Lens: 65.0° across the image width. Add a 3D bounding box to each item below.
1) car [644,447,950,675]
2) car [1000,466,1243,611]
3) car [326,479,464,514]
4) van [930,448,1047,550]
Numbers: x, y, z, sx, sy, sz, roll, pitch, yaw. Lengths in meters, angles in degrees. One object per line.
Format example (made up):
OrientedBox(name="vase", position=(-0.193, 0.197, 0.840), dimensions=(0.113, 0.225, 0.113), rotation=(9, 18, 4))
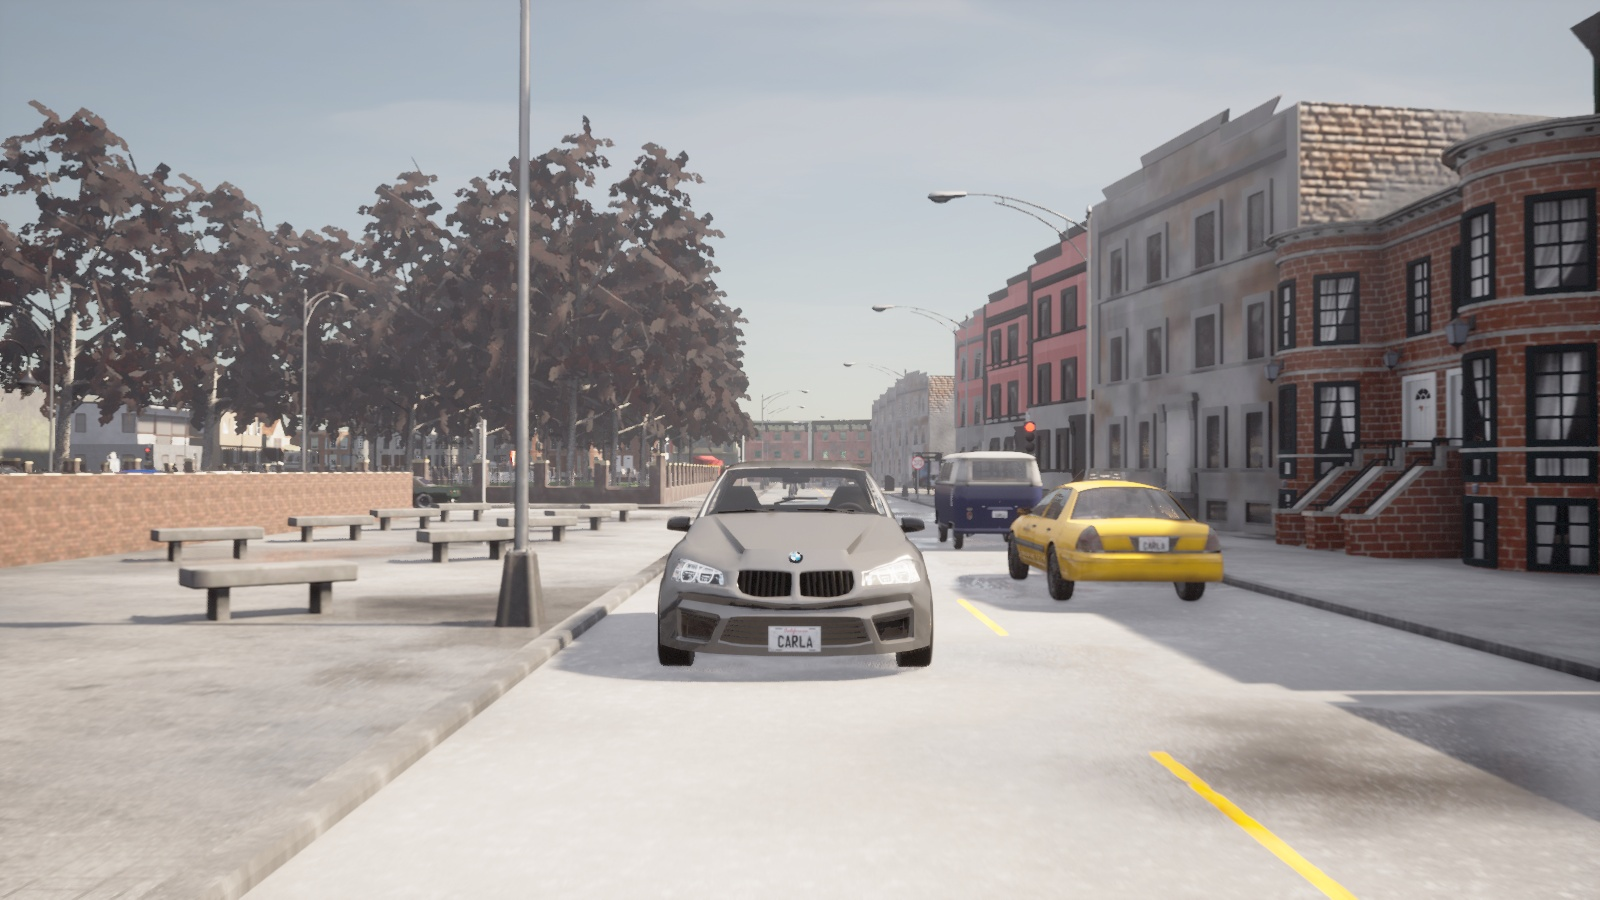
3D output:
OrientedBox(name="car", position=(-0.031, 0.852, 11.545), dimensions=(2.242, 1.667, 4.611), rotation=(0, -1, 0))
OrientedBox(name="car", position=(3.955, 1.014, 16.478), dimensions=(1.801, 1.575, 5.366), rotation=(0, -1, 0))
OrientedBox(name="car", position=(-15.565, 1.788, 48.411), dimensions=(4.718, 1.301, 1.895), rotation=(0, -1, -2))
OrientedBox(name="van", position=(3.911, 0.999, 26.737), dimensions=(1.775, 1.987, 4.442), rotation=(0, -1, 0))
